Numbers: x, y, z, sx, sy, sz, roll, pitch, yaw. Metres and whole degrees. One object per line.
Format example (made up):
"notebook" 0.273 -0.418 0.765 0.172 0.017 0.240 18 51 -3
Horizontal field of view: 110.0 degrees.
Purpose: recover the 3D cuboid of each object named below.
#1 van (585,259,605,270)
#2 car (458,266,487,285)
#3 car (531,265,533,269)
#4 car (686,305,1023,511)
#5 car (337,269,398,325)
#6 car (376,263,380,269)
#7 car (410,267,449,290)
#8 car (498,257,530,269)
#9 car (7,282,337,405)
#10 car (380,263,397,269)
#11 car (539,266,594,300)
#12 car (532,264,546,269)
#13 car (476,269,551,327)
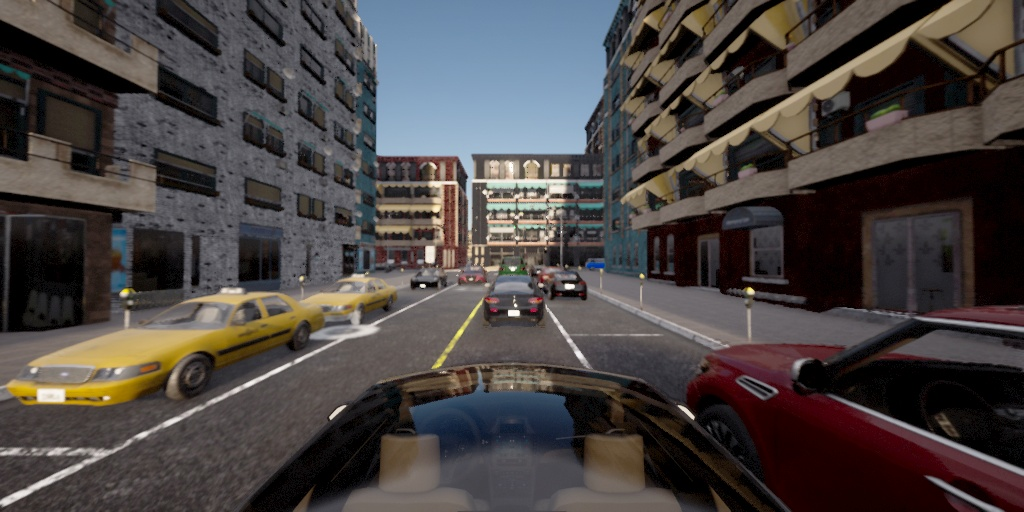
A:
"van" 13.093 1.287 54.114 3.998 1.789 1.690 0 0 0
"car" -2.834 1.422 26.833 1.994 1.385 4.181 0 0 0
"car" 2.569 1.462 34.544 1.948 1.339 4.313 0 0 0
"car" 2.566 1.063 1.163 2.192 1.841 5.009 0 0 0
"car" -5.294 1.317 12.094 1.751 1.417 4.829 0 0 0
"car" -19.650 1.466 45.932 4.097 1.591 1.967 0 0 0
"car" -5.279 1.407 23.393 1.948 1.339 4.313 0 0 0
"car" 0.074 1.090 28.602 2.150 2.045 5.566 0 0 0
"car" -5.304 1.294 6.531 1.751 1.417 4.829 0 0 0
"car" -19.692 1.706 54.071 4.403 1.370 2.007 0 0 0
"car" 2.568 1.381 17.852 1.948 1.339 4.313 0 0 0
"car" 2.568 1.386 23.417 1.888 1.381 4.507 0 0 0
"car" 0.064 1.314 11.575 1.812 1.442 4.674 0 0 0
